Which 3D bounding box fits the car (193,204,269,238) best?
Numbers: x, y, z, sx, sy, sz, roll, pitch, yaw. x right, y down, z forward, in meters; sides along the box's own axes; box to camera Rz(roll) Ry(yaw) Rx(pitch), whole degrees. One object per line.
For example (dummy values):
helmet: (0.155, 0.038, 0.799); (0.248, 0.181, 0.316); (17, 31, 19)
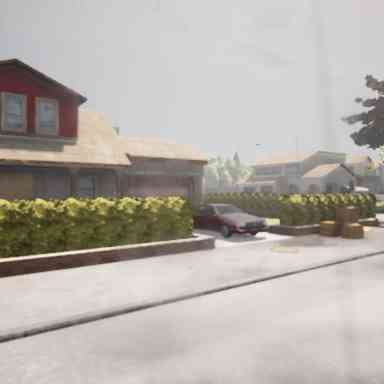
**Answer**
car: (1.278, 1.296, 16.308); (2.033, 1.415, 5.357); (0, 0, -33)
